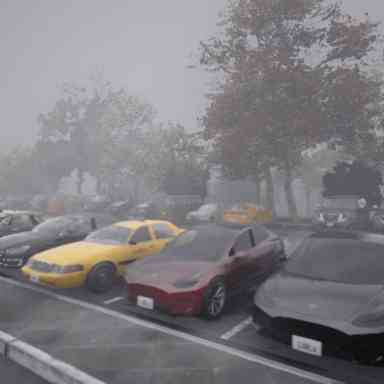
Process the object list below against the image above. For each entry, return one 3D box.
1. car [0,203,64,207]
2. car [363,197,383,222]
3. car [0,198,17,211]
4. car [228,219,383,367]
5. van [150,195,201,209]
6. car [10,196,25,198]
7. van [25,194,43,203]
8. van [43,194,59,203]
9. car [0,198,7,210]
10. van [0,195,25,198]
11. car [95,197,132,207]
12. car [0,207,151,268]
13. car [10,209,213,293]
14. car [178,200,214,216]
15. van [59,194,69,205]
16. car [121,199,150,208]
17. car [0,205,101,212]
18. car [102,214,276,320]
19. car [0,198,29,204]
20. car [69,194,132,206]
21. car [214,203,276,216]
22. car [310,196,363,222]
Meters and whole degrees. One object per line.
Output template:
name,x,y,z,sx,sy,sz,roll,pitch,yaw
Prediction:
car,-8.533,1.465,14.086,1.946,1.575,5.366,0,0,36
car,10.532,1.238,16.696,2.435,2.045,5.566,0,0,36
car,-25.447,1.620,42.547,2.231,1.521,4.892,-1,-1,36
car,2.835,1.521,6.119,2.163,1.488,4.792,0,0,36
van,-0.739,1.240,24.963,1.878,1.987,4.442,0,0,36
car,-16.440,1.460,36.096,2.097,1.535,5.008,-1,-1,36
van,-14.384,1.212,34.470,1.878,1.987,4.442,0,0,36
van,-11.890,1.216,32.967,1.878,1.987,4.442,0,0,36
car,-27.696,1.659,44.163,2.097,1.535,5.008,-1,-1,36
van,-18.764,1.274,37.614,1.878,1.987,4.442,-1,-1,36
car,-5.210,1.456,28.022,2.097,1.535,5.008,0,0,36
car,-3.910,1.479,11.004,2.231,1.521,4.892,0,0,36
car,-1.767,1.479,9.230,1.946,1.575,5.366,0,0,36
car,1.445,1.510,23.256,2.002,1.452,4.674,0,0,36
van,-9.741,1.221,31.425,1.878,1.987,4.442,0,0,36
car,-2.956,1.501,26.409,2.002,1.452,4.674,0,0,36
car,-6.173,1.474,12.613,2.231,1.521,4.892,0,0,36
car,0.580,1.517,7.738,2.163,1.488,4.792,0,0,36
car,-10.698,1.338,15.830,2.185,1.767,4.553,0,0,36
car,-7.574,1.200,29.691,2.435,2.045,5.566,0,0,36
car,3.792,1.475,21.561,2.097,1.535,5.008,0,0,36
car,8.282,1.233,18.311,2.435,2.045,5.566,0,0,36
